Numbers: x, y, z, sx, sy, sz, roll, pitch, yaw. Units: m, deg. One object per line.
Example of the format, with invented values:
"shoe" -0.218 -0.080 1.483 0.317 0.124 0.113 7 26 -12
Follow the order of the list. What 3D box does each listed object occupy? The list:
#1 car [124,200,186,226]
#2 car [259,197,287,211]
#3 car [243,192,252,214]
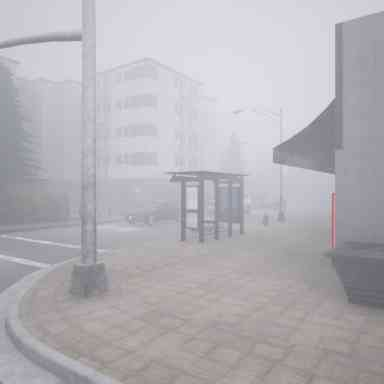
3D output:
"car" -2.368 1.328 22.203 1.837 1.490 4.892 0 0 36
"car" 9.456 1.301 38.604 1.882 1.535 5.008 0 0 36
"car" 3.515 1.045 30.387 2.150 2.045 5.566 0 0 36
